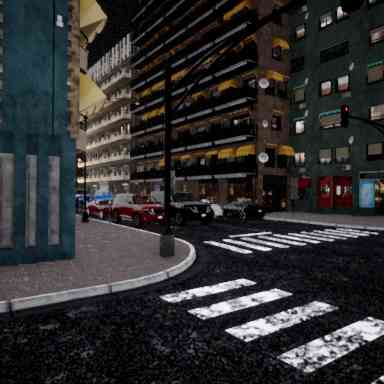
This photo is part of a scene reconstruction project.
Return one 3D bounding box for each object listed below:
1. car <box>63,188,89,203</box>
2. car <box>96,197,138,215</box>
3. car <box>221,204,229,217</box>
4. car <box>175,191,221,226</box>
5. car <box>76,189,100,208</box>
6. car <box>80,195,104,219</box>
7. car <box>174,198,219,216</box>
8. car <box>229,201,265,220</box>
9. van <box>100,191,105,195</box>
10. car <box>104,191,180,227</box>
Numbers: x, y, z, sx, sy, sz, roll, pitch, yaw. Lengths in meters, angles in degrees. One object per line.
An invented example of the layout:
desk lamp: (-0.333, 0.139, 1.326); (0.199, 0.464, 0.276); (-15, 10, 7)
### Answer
car: (-17.544, 0.518, 50.030); (2.150, 2.045, 5.566); (1, 1, -36)
car: (-6.762, 1.200, 29.616); (1.895, 1.301, 4.718); (1, 0, -36)
car: (0.391, 1.264, 25.118); (1.812, 1.442, 4.674); (1, 1, -36)
car: (-0.941, 0.965, 21.551); (2.150, 2.045, 5.566); (1, 0, -36)
car: (-12.913, 0.669, 38.171); (2.150, 2.045, 5.566); (1, 0, -35)
car: (-6.480, 1.182, 24.819); (1.887, 1.381, 4.507); (2, 0, -36)
car: (0.337, 1.288, 29.691); (1.802, 1.307, 4.206); (2, 0, -36)
car: (3.597, 1.352, 25.174); (1.947, 1.339, 4.313); (2, 0, -36)
van: (-12.697, 0.725, 47.760); (1.690, 1.788, 3.998); (2, 0, -36)
car: (-3.214, 1.033, 20.302); (2.192, 1.841, 5.009); (2, 0, -36)
